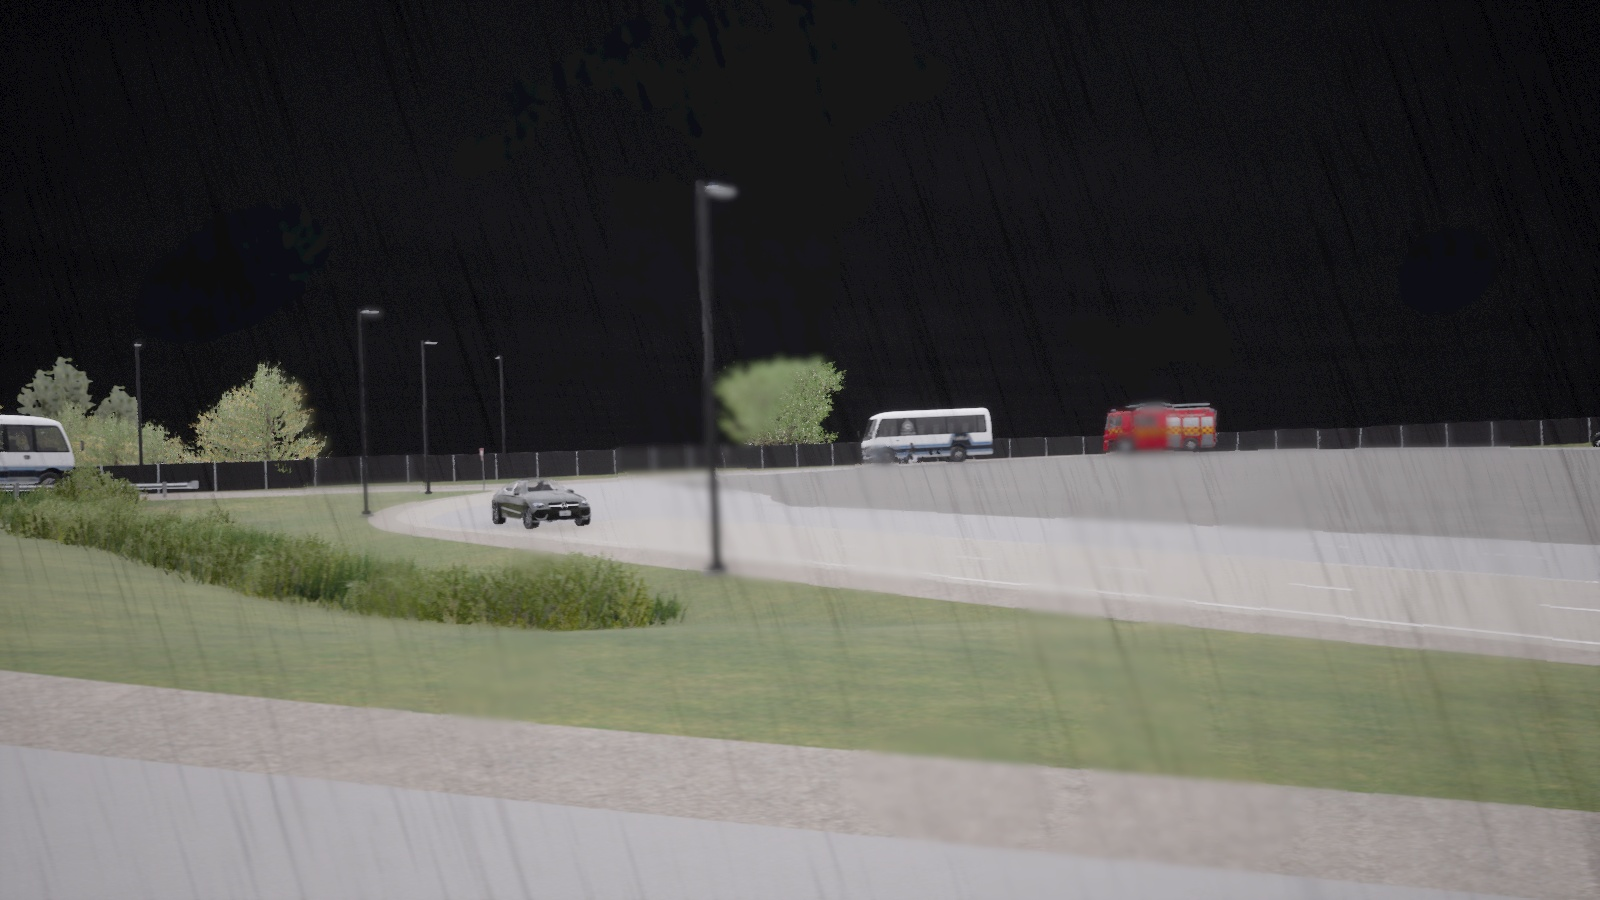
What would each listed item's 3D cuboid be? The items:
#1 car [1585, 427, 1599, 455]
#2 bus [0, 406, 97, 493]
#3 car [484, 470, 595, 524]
[{"bbox_3d":[52.365,-0.591,79.057,2.097,1.767,4.553,-2,1,-22],"label":"car"},{"bbox_3d":[-41.688,0.021,63.345,3.944,4.253,10.273,-3,-2,28],"label":"bus"},{"bbox_3d":[-9.196,1.602,43.979,2.152,1.651,5.027,-1,1,-32],"label":"car"}]
